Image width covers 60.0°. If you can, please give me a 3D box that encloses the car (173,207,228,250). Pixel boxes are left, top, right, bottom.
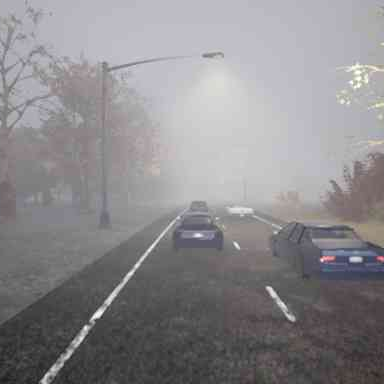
[{"bbox_3d":[0.247,1.559,14.241,1.994,1.385,4.181,0,0,1],"label":"car"}]

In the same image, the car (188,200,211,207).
[{"bbox_3d":[0.682,1.501,30.828,1.837,1.490,4.892,0,0,2],"label":"car"}]

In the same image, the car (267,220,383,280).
[{"bbox_3d":[3.676,1.547,9.911,2.033,1.411,5.357,0,0,1],"label":"car"}]

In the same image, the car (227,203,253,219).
[{"bbox_3d":[4.118,1.597,29.199,1.895,1.301,4.718,0,0,2],"label":"car"}]
